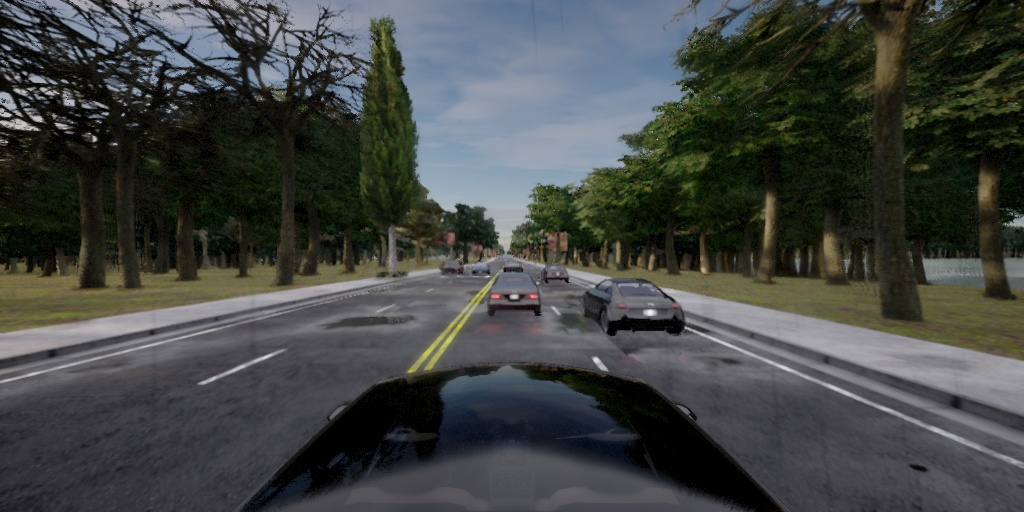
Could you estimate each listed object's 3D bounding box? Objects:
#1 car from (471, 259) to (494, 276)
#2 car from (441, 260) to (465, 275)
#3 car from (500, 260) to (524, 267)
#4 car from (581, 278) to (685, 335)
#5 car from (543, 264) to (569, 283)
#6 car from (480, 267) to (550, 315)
[{"bbox_3d":[-3.345,1.407,39.926,1.812,1.442,4.674,0,0,0],"label":"car"},{"bbox_3d":[-6.593,1.235,40.185,2.097,1.767,4.553,0,0,0],"label":"car"},{"bbox_3d":[0.097,1.331,34.925,1.882,1.535,5.008,0,0,0],"label":"car"},{"bbox_3d":[3.320,1.330,10.597,1.994,1.385,4.181,0,0,0],"label":"car"},{"bbox_3d":[3.335,1.371,28.578,2.033,1.411,5.357,0,0,0],"label":"car"},{"bbox_3d":[0.086,1.321,13.614,2.033,1.411,5.357,0,0,0],"label":"car"}]
